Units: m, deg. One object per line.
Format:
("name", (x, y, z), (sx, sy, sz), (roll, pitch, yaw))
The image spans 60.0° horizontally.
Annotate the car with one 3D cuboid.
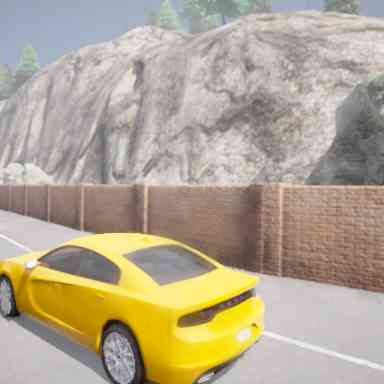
("car", (-1.321, 1.410, 5.328), (5.008, 1.535, 1.882), (1, 1, 39))
